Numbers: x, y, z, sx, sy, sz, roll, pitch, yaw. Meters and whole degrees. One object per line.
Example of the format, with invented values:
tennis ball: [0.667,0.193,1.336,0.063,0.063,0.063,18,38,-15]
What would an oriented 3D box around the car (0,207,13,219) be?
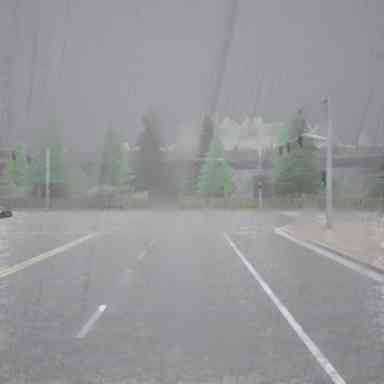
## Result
car: [-17.091,1.512,27.012,5.008,1.535,1.882,0,0,10]
